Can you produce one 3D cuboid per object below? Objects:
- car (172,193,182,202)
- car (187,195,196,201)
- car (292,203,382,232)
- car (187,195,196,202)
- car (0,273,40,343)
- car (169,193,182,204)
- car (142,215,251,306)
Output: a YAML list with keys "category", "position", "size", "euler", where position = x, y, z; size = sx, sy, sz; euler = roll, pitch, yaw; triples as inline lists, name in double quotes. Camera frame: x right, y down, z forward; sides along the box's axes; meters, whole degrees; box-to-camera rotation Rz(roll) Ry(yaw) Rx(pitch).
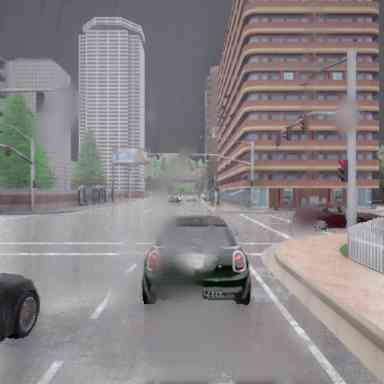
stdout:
- category: "car"
  position: [-3.640, 1.224, 79.341]
  size: [2.150, 2.045, 5.566]
  euler: [0, 0, 0]
- category: "car"
  position: [-0.150, 1.506, 85.332]
  size: [2.128, 1.511, 4.902]
  euler: [0, 0, 0]
- category: "car"
  position: [8.357, 1.420, 19.132]
  size: [5.008, 1.535, 1.882]
  euler: [0, 0, -5]
- category: "car"
  position: [-0.134, 1.518, 76.332]
  size: [1.812, 1.442, 4.674]
  euler: [0, 0, 0]
- category: "car"
  position: [-3.430, 1.526, 3.583]
  size: [1.812, 1.442, 4.674]
  euler: [0, 0, 0]
- category: "car"
  position: [-3.517, 1.492, 66.205]
  size: [2.128, 1.511, 4.902]
  euler: [0, 0, 0]
- category: "car"
  position: [0.103, 1.351, 8.212]
  size: [2.097, 1.767, 4.553]
  euler: [0, 0, 1]
